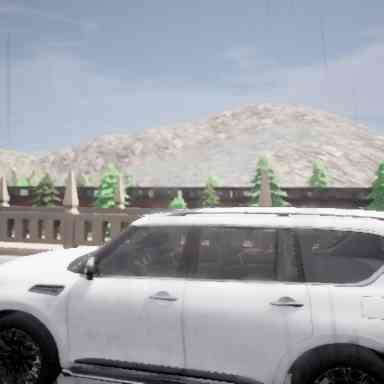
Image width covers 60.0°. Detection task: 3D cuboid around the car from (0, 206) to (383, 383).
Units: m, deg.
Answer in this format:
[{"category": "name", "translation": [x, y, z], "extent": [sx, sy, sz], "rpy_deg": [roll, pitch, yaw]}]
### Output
[{"category": "car", "translation": [0.068, 1.212, 4.162], "extent": [5.566, 2.045, 2.150], "rpy_deg": [0, 0, 13]}]
